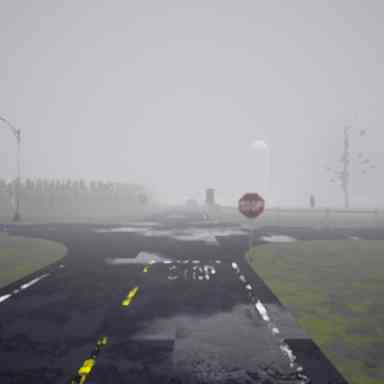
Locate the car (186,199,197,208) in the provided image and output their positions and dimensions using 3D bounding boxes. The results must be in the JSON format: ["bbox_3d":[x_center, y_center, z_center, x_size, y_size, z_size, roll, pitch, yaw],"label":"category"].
[{"bbox_3d":[-0.012,2.061,63.898,2.097,1.767,4.553,0,-1,0],"label":"car"}]
